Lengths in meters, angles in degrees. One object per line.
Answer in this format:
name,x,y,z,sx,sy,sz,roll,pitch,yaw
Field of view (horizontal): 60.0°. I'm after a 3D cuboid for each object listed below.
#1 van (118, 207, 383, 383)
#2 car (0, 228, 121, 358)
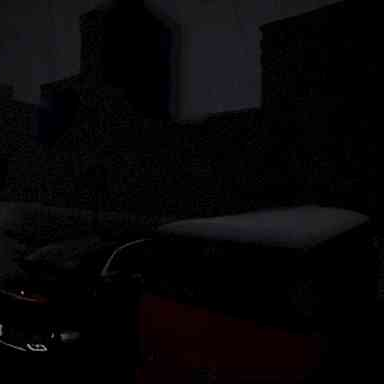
van,1.365,1.246,4.525,1.878,1.987,4.442,2,1,35
car,-0.974,1.396,6.042,2.231,1.521,4.892,2,1,35
